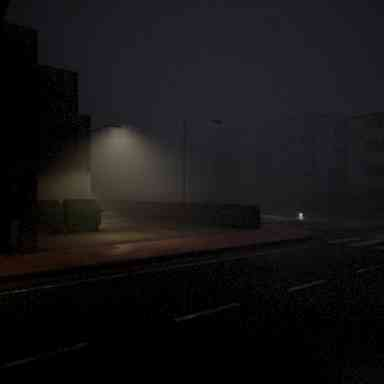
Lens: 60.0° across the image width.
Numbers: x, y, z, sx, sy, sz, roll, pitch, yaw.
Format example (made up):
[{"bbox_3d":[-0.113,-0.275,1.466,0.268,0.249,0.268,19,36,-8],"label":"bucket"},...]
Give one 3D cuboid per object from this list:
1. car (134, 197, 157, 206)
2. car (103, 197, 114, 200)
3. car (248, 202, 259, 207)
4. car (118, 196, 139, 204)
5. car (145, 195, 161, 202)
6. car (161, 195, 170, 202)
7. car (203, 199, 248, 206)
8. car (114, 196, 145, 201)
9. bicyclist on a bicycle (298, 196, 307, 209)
[{"bbox_3d":[-8.024,1.561,56.699,1.994,1.385,4.181,0,0,-40],"label":"car"},{"bbox_3d":[-14.860,1.598,63.418,4.718,1.301,1.895,0,0,34],"label":"car"},{"bbox_3d":[4.627,1.488,33.464,2.128,1.511,4.902,0,0,-36],"label":"car"},{"bbox_3d":[-12.648,1.560,66.138,4.181,1.385,1.994,0,0,38],"label":"car"},{"bbox_3d":[-7.068,1.503,49.672,1.837,1.490,4.892,0,-1,-37],"label":"car"},{"bbox_3d":[-5.893,1.348,59.523,2.097,1.767,4.553,0,0,-41],"label":"car"},{"bbox_3d":[2.448,1.475,30.497,1.882,1.535,5.008,0,0,-36],"label":"car"},{"bbox_3d":[-8.711,1.561,45.994,1.994,1.385,4.181,0,0,-36],"label":"car"},{"bbox_3d":[13.348,1.296,40.151,1.656,1.620,0.582,0,0,-36],"label":"bicyclist on a bicycle"}]
